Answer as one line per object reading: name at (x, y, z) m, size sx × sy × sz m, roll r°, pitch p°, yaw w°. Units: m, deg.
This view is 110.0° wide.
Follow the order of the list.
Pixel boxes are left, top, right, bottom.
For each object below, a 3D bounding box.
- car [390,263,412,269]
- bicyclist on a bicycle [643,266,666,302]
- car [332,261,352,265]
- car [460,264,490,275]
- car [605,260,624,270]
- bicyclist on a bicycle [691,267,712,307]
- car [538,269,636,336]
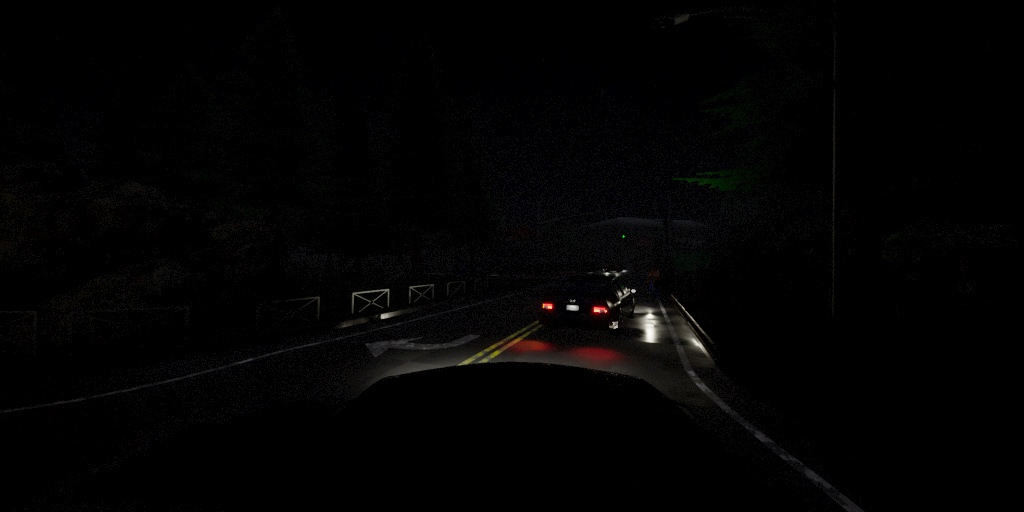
car at (-14.301, 1.586, 48.356) m, size 4.181 × 1.385 × 1.994 m, roll 1°, pitch -1°, yaw 21°
bicyclist on a bicycle at (6.586, 1.294, 16.503) m, size 1.656 × 1.620 × 0.582 m, roll 1°, pitch -1°, yaw -31°
car at (-24.035, 1.457, 52.282) m, size 5.357 × 1.411 × 2.033 m, roll 1°, pitch -1°, yaw 24°
car at (-4.935, 1.698, 44.866) m, size 4.181 × 1.385 × 1.994 m, roll 1°, pitch -1°, yaw 20°
car at (16.922, 1.711, 59.821) m, size 2.150 × 2.045 × 5.566 m, roll 1°, pitch -1°, yaw 20°
bicyclist on a bicycle at (8.018, 1.305, 15.106) m, size 1.656 × 1.620 × 0.582 m, roll 1°, pitch -1°, yaw -34°
car at (2.400, 1.253, 10.336) m, size 2.033 × 1.411 × 5.357 m, roll 1°, pitch -1°, yaw 25°
